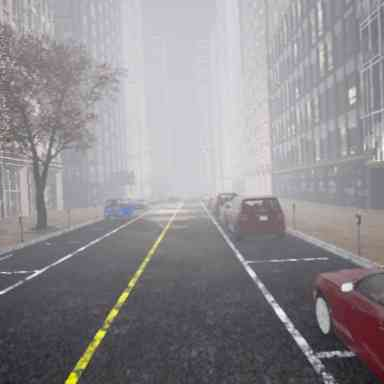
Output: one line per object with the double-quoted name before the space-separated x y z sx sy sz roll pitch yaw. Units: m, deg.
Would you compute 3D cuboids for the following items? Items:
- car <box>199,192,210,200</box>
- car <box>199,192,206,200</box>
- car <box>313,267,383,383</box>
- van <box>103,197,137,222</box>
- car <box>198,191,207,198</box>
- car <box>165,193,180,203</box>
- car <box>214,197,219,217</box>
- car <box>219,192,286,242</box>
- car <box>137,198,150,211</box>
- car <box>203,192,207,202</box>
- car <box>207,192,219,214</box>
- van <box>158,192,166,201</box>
"car" 2.527 0.739 66.062 1.947 1.339 4.313 -3 1 0
"car" 2.558 0.825 54.836 1.752 1.417 4.829 -3 1 0
"car" 2.709 1.387 3.384 1.887 1.381 4.507 -3 1 0
"van" -5.740 1.325 26.158 1.690 1.788 3.998 -3 1 0
"car" 2.494 0.608 77.458 1.947 1.339 4.313 -3 1 0
"car" -3.128 1.123 57.794 1.895 1.301 4.718 -3 1 0
"car" 2.659 1.211 20.477 1.887 1.381 4.507 -3 1 0
"car" 2.664 1.041 14.778 2.192 1.841 5.009 -3 1 0
"car" -5.762 1.414 37.554 2.008 1.369 4.403 -3 1 0
"car" 2.609 1.032 37.572 1.887 1.381 4.507 -3 1 0
"car" 2.631 0.923 26.174 2.192 1.841 5.009 -3 1 0
"van" -5.856 0.891 66.043 1.690 1.788 3.998 -3 1 0
